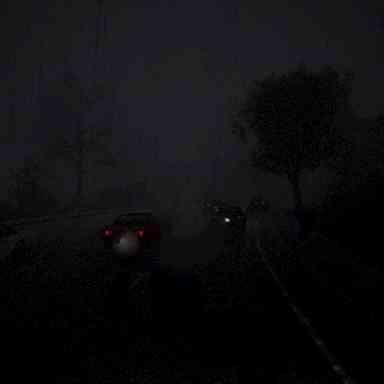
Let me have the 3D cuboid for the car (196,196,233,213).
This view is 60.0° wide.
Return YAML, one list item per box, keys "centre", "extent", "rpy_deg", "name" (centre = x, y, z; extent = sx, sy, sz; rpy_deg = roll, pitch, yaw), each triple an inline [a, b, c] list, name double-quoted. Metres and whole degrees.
- centre: [2.473, 1.483, 34.817]
  extent: [2.033, 1.411, 5.357]
  rpy_deg: [0, 0, 19]
  name: "car"

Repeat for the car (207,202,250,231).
- centre: [2.339, 1.531, 20.397]
  extent: [1.994, 1.385, 4.181]
  rpy_deg: [0, 0, 11]
  name: "car"

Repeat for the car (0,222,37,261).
- centre: [-6.529, 1.563, 9.454]
  extent: [1.895, 1.301, 4.718]
  rpy_deg: [0, 0, 5]
  name: "car"

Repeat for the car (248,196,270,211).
- centre: [8.079, 1.301, 39.814]
  extent: [2.097, 1.767, 4.553]
  rpy_deg: [0, 0, 21]
  name: "car"

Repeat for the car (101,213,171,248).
- centre: [-2.209, 1.564, 14.636]
  extent: [1.895, 1.301, 4.718]
  rpy_deg: [0, 0, 8]
  name: "car"

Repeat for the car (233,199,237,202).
- centre: [5.499, 1.469, 51.656]
  extent: [1.994, 1.385, 4.181]
  rpy_deg: [0, 0, 27]
  name: "car"
